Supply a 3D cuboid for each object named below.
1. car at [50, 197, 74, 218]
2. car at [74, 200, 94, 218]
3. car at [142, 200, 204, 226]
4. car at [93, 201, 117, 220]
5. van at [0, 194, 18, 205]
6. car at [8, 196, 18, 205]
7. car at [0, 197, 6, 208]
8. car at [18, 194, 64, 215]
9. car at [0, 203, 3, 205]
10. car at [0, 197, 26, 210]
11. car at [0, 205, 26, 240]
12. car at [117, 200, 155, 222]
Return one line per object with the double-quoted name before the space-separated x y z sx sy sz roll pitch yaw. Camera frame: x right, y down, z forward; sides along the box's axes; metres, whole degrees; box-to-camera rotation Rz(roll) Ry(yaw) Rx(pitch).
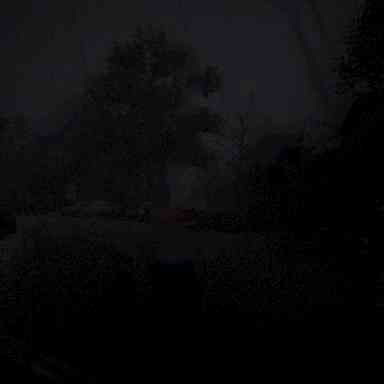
"car" -9.980 1.506 30.973 1.946 1.575 5.366 0 0 36
"car" -7.631 1.566 29.493 2.002 1.452 4.674 0 0 36
"car" -1.009 1.578 24.680 2.097 1.535 5.008 0 0 36
"car" -5.406 1.573 27.844 2.163 1.488 4.792 0 0 36
"van" -18.865 1.214 37.801 1.878 1.987 4.442 0 0 36
"car" -16.610 1.486 35.984 2.163 1.488 4.792 0 0 36
"car" -27.789 1.427 44.146 2.097 1.535 5.008 0 0 36
"car" -14.334 1.222 34.401 2.435 2.045 5.566 0 0 36
"car" -13.078 1.552 17.293 2.097 1.535 5.008 0 0 36
"car" -23.295 1.453 40.911 2.163 1.488 4.792 0 0 36
"car" -10.852 1.599 15.634 2.163 1.488 4.792 0 0 36
"car" -3.229 1.435 26.337 2.185 1.767 4.553 0 0 36
